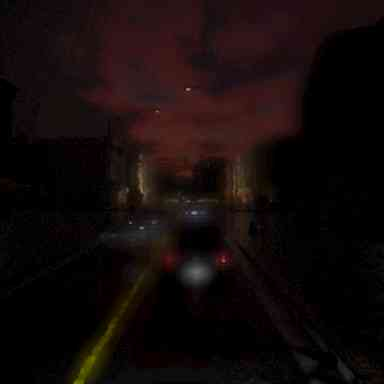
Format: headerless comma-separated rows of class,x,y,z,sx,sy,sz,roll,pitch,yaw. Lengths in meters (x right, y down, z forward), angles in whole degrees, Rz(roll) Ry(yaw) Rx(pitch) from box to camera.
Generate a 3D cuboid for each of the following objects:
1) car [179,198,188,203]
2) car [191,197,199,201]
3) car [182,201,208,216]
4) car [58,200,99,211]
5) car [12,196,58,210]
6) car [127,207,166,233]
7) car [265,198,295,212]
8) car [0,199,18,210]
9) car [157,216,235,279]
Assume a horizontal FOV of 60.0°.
car,-2.084,2.046,81.273,1.994,1.385,4.181,0,0,0
car,0.691,2.014,84.224,1.837,1.490,4.892,0,0,0
car,0.303,1.696,27.100,2.033,1.411,5.357,0,0,0
car,-14.347,1.688,42.904,4.507,1.381,1.887,0,-1,0
car,-19.779,1.419,42.943,5.009,1.841,2.192,0,-1,0
car,-2.668,1.660,20.899,2.033,1.411,5.357,0,0,1
car,12.063,1.656,42.735,5.009,1.841,2.192,0,-1,0
car,-25.214,1.611,42.975,4.507,1.381,1.887,0,-1,0
car,0.150,1.655,10.201,1.895,1.301,4.718,0,0,1
